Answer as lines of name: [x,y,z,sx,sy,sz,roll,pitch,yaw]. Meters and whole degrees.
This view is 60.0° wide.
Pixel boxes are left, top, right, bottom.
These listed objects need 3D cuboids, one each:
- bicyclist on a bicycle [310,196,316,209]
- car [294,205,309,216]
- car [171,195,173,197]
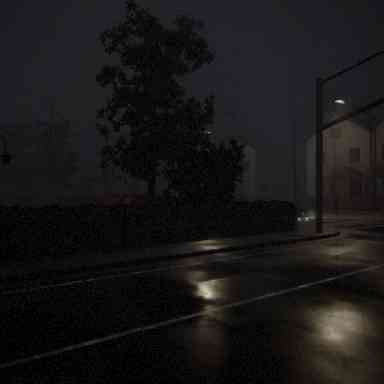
bicyclist on a bicycle: [15.135,1.303,41.360,1.656,1.620,0.582,0,0,-35]
car: [8.411,1.547,31.837,2.033,1.411,5.357,0,0,-35]
car: [-3.587,1.352,55.255,2.097,1.767,4.553,0,0,-35]
